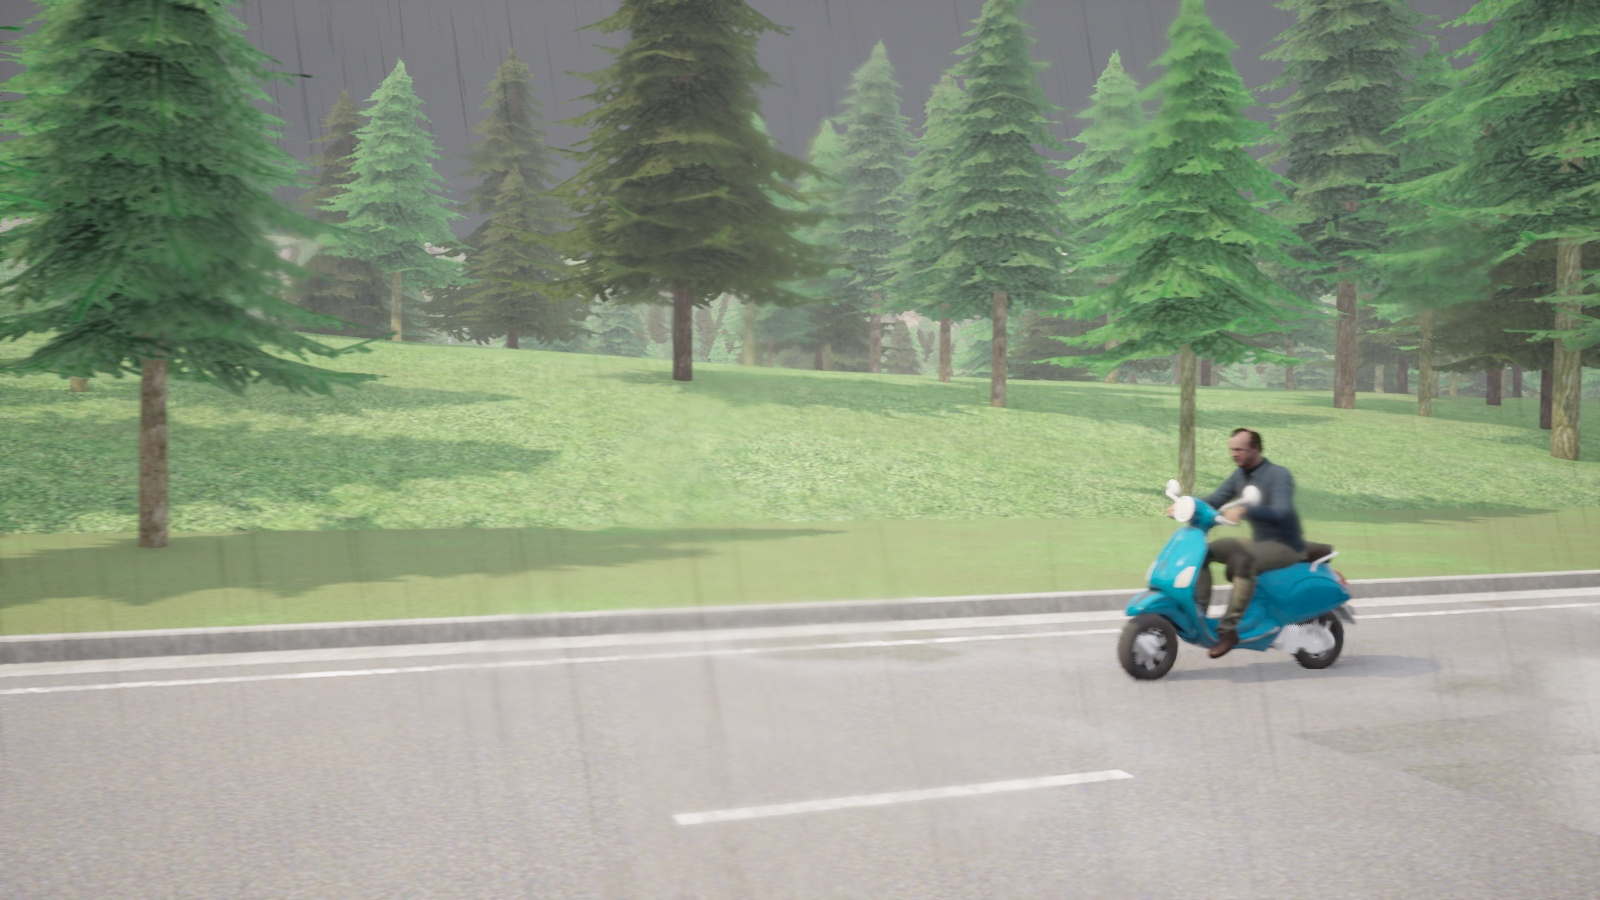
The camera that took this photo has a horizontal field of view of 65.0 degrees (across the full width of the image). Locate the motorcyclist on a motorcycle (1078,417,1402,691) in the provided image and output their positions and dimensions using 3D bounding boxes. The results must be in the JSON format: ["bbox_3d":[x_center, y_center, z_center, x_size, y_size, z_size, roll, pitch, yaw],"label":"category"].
[{"bbox_3d":[2.798,0.590,8.024,1.817,1.590,0.866,-1,1,-20],"label":"motorcyclist on a motorcycle"}]
